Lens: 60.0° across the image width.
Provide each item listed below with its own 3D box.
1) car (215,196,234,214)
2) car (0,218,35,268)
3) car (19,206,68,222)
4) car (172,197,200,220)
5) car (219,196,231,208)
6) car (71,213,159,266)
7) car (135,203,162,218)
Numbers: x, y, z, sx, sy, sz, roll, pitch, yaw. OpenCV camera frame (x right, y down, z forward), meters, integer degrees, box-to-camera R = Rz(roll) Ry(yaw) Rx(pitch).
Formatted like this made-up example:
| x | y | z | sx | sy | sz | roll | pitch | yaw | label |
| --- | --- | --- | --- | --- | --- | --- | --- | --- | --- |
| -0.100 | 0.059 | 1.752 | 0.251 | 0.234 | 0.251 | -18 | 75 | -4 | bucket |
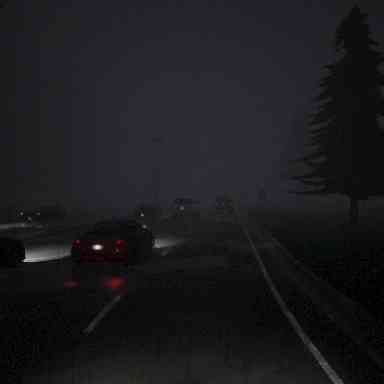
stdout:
| x | y | z | sx | sy | sz | roll | pitch | yaw | label |
| --- | --- | --- | --- | --- | --- | --- | --- | --- | --- |
| 3.930 | 1.588 | 40.577 | 2.150 | 2.045 | 5.566 | 0 | 0 | 6 | car |
| -6.447 | 1.643 | 9.053 | 1.994 | 1.385 | 4.181 | 0 | -1 | 4 | car |
| -12.697 | 1.853 | 28.721 | 1.895 | 1.301 | 4.718 | 0 | -1 | 6 | car |
| -0.541 | 1.508 | 32.041 | 2.150 | 2.045 | 5.566 | 0 | -1 | 7 | car |
| 6.065 | 1.771 | 61.159 | 2.150 | 2.045 | 5.566 | 0 | -1 | 5 | car |
| -2.683 | 1.672 | 12.102 | 1.994 | 1.385 | 4.181 | 0 | -1 | 5 | car |
| -4.108 | 1.787 | 31.728 | 1.837 | 1.490 | 4.892 | 0 | -1 | 6 | car |
